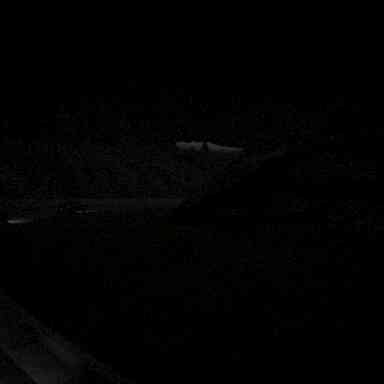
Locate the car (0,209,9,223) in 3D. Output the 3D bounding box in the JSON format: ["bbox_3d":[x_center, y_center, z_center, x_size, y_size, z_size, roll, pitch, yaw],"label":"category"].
[{"bbox_3d":[-14.738,1.671,23.893,1.812,1.442,4.674,0,0,-12],"label":"car"}]

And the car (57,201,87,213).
[{"bbox_3d":[-14.498,1.799,40.316,1.812,1.442,4.674,0,0,11],"label":"car"}]
